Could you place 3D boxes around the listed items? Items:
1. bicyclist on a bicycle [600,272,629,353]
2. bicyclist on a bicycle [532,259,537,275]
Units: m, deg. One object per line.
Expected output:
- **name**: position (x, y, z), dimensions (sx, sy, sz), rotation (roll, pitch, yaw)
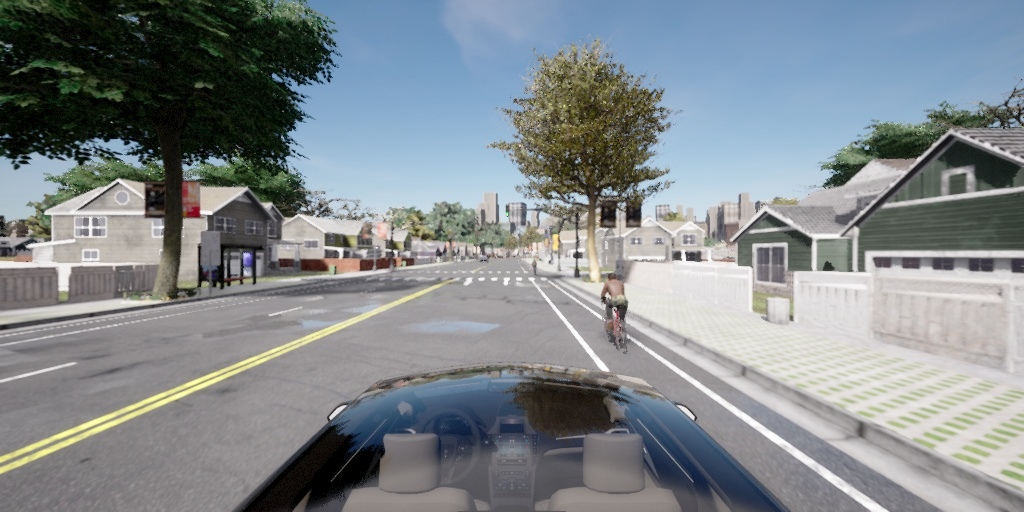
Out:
- **bicyclist on a bicycle**: position (2.250, 1.195, 7.893), dimensions (0.582, 1.620, 1.656), rotation (0, 0, 0)
- **bicyclist on a bicycle**: position (2.262, 1.159, 35.888), dimensions (0.582, 1.620, 1.656), rotation (1, 0, 0)
